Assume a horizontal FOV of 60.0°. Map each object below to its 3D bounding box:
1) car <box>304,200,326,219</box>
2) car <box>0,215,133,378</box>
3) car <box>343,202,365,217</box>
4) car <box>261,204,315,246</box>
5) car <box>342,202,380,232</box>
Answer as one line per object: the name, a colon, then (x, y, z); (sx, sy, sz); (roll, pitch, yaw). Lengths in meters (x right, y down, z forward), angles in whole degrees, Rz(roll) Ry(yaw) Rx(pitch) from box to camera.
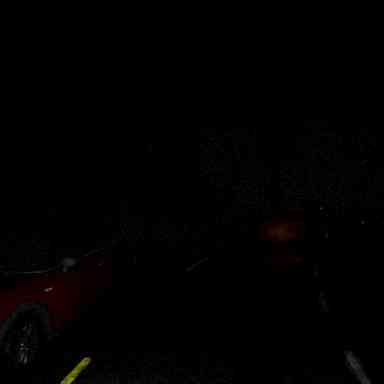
car: (11.418, 1.509, 31.196); (2.097, 1.767, 4.553); (1, 0, 24)
car: (-2.719, 1.335, 5.628); (2.097, 1.767, 4.553); (1, 0, 12)
car: (17.208, 1.783, 35.533); (1.994, 1.385, 4.181); (1, 0, 24)
car: (4.629, 1.546, 15.953); (1.882, 1.535, 5.008); (0, 0, 23)
car: (10.964, 1.615, 21.650); (1.882, 1.535, 5.008); (1, 0, 24)
